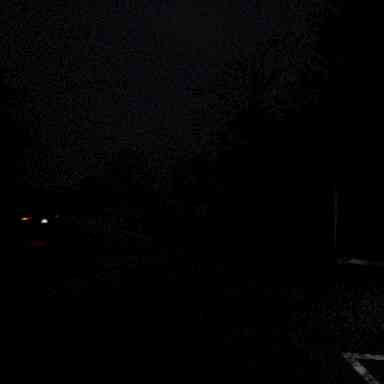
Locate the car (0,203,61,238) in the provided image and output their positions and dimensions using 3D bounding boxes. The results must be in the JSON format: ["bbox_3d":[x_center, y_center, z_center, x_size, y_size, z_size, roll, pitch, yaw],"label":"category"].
[{"bbox_3d":[-7.968,1.181,15.241,4.181,1.385,1.994,1,1,33],"label":"car"}]
